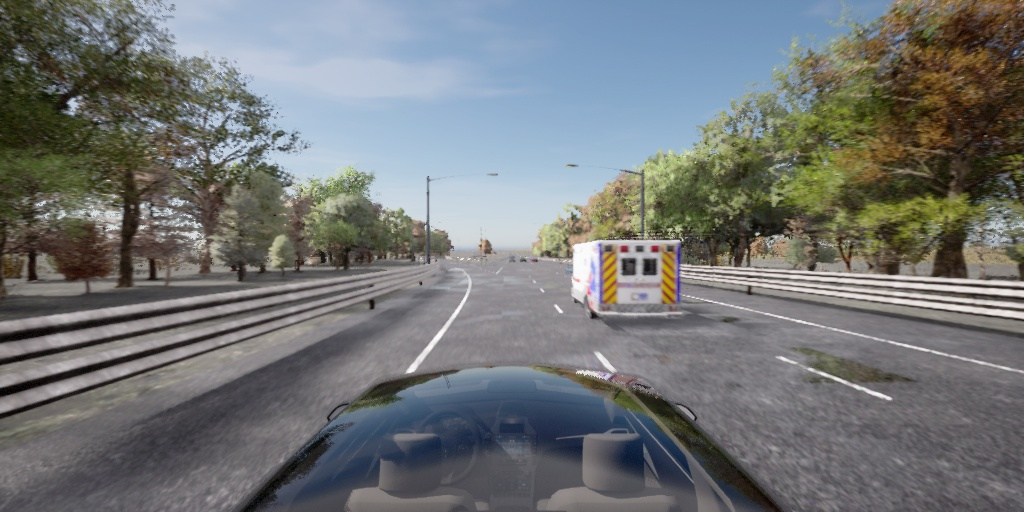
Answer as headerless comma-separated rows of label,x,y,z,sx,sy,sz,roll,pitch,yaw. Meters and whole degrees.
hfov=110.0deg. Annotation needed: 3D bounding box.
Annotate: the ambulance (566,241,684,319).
ambulance,3.501,0.803,12.744,2.351,2.431,6.366,0,0,0
